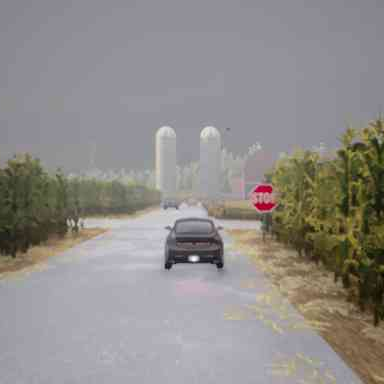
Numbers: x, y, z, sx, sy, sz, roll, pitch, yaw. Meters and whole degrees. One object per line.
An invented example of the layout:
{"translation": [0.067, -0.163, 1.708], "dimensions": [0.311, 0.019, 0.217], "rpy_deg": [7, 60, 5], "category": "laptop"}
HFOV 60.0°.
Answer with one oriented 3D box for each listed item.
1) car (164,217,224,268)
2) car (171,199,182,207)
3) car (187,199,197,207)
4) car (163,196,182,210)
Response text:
{"translation": [0.072, 1.639, 11.782], "dimensions": [1.837, 1.490, 4.892], "rpy_deg": [0, 0, 0], "category": "car"}
{"translation": [-3.072, 2.147, 66.182], "dimensions": [1.994, 1.385, 4.181], "rpy_deg": [0, 0, 0], "category": "car"}
{"translation": [0.031, 2.065, 64.858], "dimensions": [1.882, 1.535, 5.008], "rpy_deg": [0, 0, 0], "category": "car"}
{"translation": [-3.148, 1.674, 50.624], "dimensions": [2.150, 2.045, 5.566], "rpy_deg": [0, 0, 0], "category": "car"}
